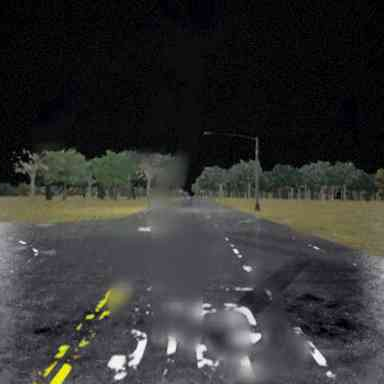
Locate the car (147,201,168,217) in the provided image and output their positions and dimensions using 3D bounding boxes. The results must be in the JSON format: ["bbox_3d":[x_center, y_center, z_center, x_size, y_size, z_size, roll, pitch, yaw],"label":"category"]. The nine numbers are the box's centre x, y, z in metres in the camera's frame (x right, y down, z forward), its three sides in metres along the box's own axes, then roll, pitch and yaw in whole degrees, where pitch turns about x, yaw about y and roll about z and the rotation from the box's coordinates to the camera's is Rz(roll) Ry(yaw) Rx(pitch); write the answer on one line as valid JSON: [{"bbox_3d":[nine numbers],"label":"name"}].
[{"bbox_3d":[-3.515,1.745,34.466,1.837,1.490,4.892,0,0,0],"label":"car"}]
